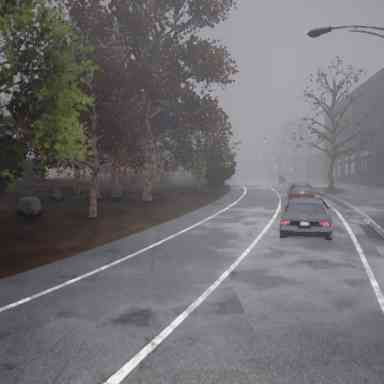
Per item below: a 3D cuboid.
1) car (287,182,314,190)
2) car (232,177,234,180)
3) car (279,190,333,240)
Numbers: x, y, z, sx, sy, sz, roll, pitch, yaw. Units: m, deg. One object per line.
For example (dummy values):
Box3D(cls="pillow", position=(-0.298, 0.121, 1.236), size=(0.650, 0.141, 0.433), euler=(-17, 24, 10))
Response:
Box3D(cls="car", position=(9.039, -0.151, 27.771), size=(1.994, 1.385, 4.181), euler=(0, 4, 14))
Box3D(cls="car", position=(7.884, -3.404, 73.631), size=(1.812, 1.442, 4.674), euler=(1, 4, -7))
Box3D(cls="car", position=(4.555, 0.908, 13.234), size=(2.033, 1.411, 5.357), euler=(0, 4, 20))
